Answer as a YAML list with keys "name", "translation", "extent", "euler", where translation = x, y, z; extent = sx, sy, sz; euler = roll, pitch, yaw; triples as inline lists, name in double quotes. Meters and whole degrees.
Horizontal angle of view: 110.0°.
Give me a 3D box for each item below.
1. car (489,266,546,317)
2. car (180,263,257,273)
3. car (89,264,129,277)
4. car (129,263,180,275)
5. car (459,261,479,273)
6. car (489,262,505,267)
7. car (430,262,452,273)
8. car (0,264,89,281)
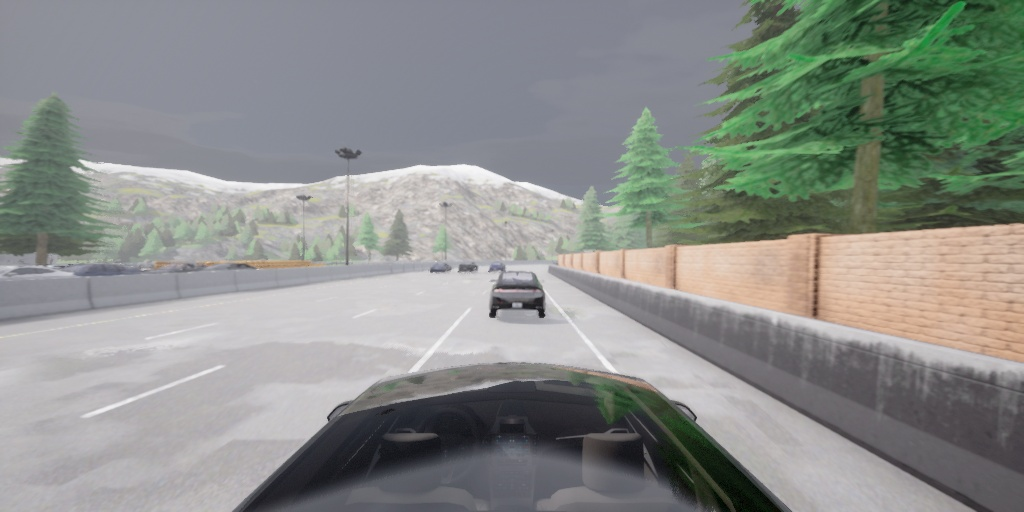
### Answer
- name: "car"
  translation: [0.197, 1.303, 13.412]
  extent: [2.128, 1.511, 4.902]
  euler: [0, 0, 1]
- name: "car"
  translation: [-20.812, 1.234, 26.160]
  extent: [1.837, 1.490, 4.892]
  euler: [0, -1, 1]
- name: "car"
  translation: [-27.854, 1.214, 23.735]
  extent: [2.033, 1.411, 5.357]
  euler: [0, 0, 1]
- name: "car"
  translation: [-24.253, 1.236, 26.352]
  extent: [2.128, 1.511, 4.902]
  euler: [0, 0, 1]
- name: "car"
  translation: [-5.679, 1.417, 47.488]
  extent: [1.882, 1.535, 5.008]
  euler: [0, 0, 6]
- name: "car"
  translation: [-1.968, 1.499, 49.191]
  extent: [1.812, 1.442, 4.674]
  euler: [0, 0, 6]
- name: "car"
  translation: [-9.240, 1.477, 47.027]
  extent: [1.994, 1.385, 4.181]
  euler: [0, 0, 5]
- name: "car"
  translation: [-24.440, 1.184, 17.463]
  extent: [1.812, 1.442, 4.674]
  euler: [0, 0, 1]
